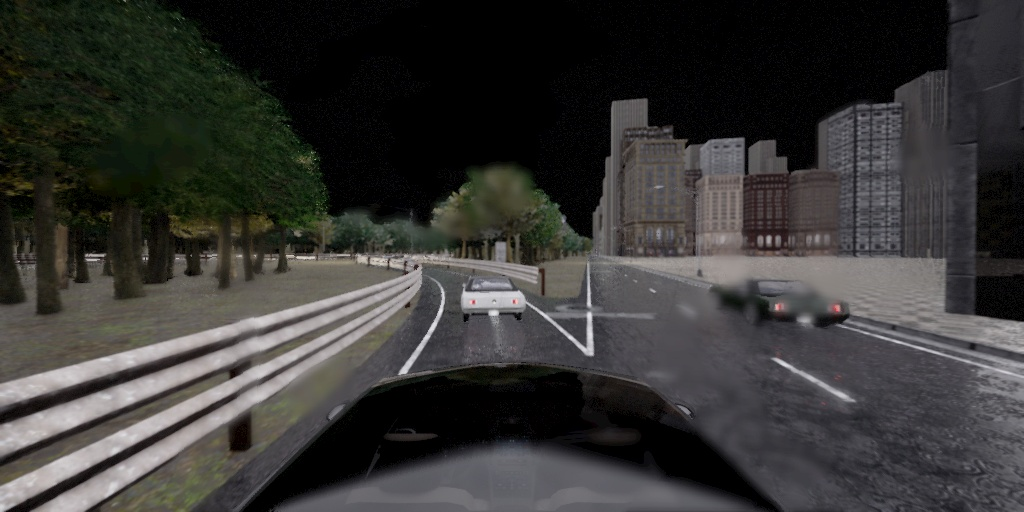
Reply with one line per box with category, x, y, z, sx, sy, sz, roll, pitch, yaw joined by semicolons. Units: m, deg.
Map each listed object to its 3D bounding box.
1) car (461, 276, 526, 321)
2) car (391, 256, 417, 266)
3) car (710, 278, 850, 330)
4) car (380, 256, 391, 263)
car;-0.785;1.340;12.515;1.895;1.301;4.718;0;0;-7
car;-14.604;0.880;49.496;2.033;1.411;5.357;0;1;-34
car;7.888;1.339;11.236;1.895;1.301;4.718;0;0;12
car;-20.316;0.695;58.499;2.033;1.411;5.357;0;1;-27
